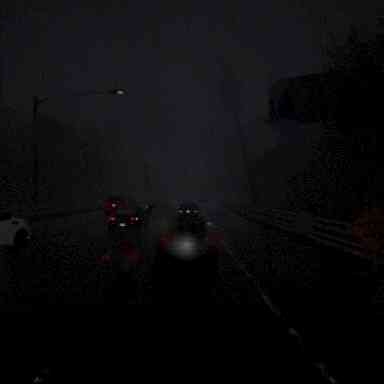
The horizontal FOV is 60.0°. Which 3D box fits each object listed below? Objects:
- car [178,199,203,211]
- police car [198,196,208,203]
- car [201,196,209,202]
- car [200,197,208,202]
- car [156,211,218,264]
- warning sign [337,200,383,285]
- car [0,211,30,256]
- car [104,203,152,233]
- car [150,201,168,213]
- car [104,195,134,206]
[{"bbox_3d":[-0.285,1.669,29.834,2.033,1.411,5.357,0,0,0],"label":"car"},{"bbox_3d":[2.468,1.799,79.058,1.930,1.638,5.238,0,0,4],"label":"police car"},{"bbox_3d":[3.696,1.973,94.699,1.837,1.490,4.892,0,0,5],"label":"car"},{"bbox_3d":[3.195,1.958,88.796,1.812,1.442,4.674,0,0,5],"label":"car"},{"bbox_3d":[-0.178,1.612,12.077,1.994,1.385,4.181,0,0,-1],"label":"car"},{"bbox_3d":[4.370,1.144,7.967,1.300,1.860,1.060,0,0,-1],"label":"warning sign"},{"bbox_3d":[-7.163,1.269,10.189,2.150,2.045,5.566,0,0,0],"label":"car"},{"bbox_3d":[-3.769,1.607,20.226,1.812,1.442,4.674,0,0,-1],"label":"car"},{"bbox_3d":[-3.725,1.673,35.252,1.812,1.442,4.674,0,0,1],"label":"car"},{"bbox_3d":[-7.248,1.363,33.646,2.150,2.045,5.566,0,0,1],"label":"car"}]
